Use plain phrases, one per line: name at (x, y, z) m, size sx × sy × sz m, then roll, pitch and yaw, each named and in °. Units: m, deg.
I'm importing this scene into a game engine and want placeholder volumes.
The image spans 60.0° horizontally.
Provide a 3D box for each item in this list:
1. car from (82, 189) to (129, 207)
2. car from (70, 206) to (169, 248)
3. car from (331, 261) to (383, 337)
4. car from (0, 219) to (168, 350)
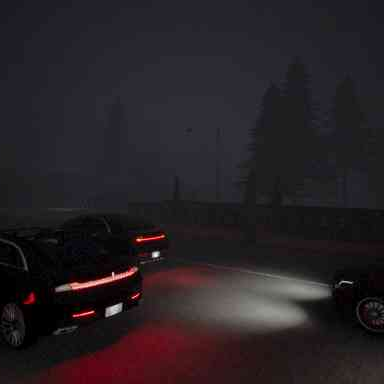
car at (-9.589, 0.689, 37.450) m, size 2.150 × 2.045 × 5.566 m, roll 1°, pitch 1°, yaw 38°
car at (-2.925, 1.386, 10.348) m, size 4.892 × 1.490 × 1.837 m, roll 1°, pitch 1°, yaw 36°
car at (4.614, 1.525, 4.994) m, size 4.674 × 1.442 × 1.812 m, roll 0°, pitch 0°, yaw 36°
car at (-3.069, 1.413, 6.140) m, size 4.902 × 1.511 × 2.128 m, roll 1°, pitch 1°, yaw 36°
